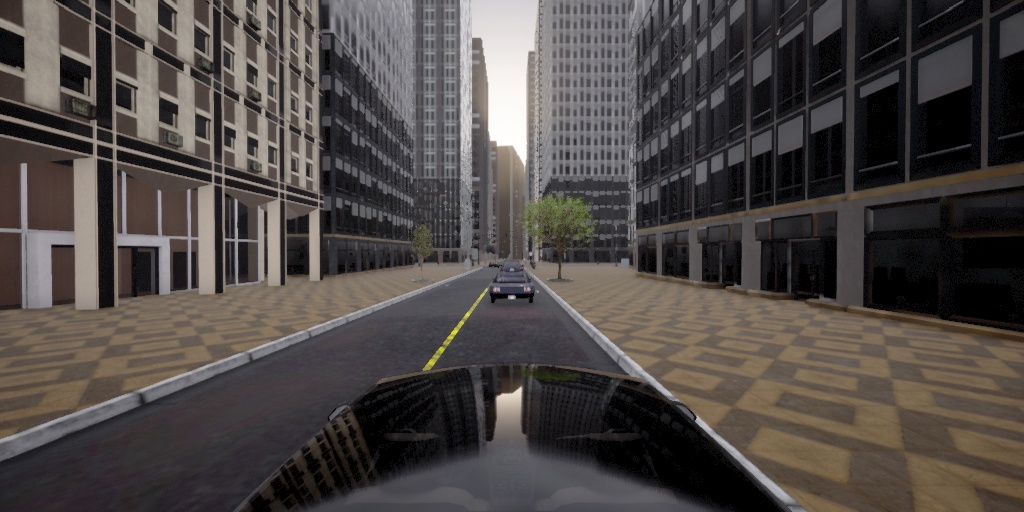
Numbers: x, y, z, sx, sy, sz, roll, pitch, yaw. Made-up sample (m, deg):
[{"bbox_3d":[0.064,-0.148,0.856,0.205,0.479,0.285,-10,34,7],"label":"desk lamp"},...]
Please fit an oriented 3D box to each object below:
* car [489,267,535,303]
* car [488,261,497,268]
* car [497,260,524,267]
[{"bbox_3d":[0.000,1.365,16.531,1.895,1.301,4.718,0,0,0],"label":"car"},{"bbox_3d":[-3.000,1.439,59.475,1.895,1.301,4.718,0,0,0],"label":"car"},{"bbox_3d":[0.000,1.121,31.471,2.097,1.767,4.553,0,0,0],"label":"car"}]
